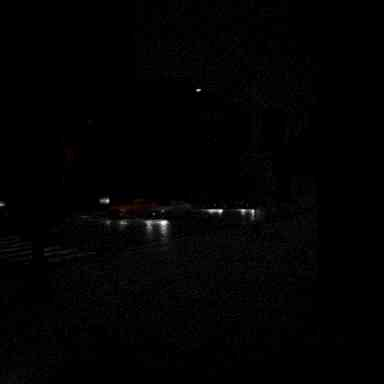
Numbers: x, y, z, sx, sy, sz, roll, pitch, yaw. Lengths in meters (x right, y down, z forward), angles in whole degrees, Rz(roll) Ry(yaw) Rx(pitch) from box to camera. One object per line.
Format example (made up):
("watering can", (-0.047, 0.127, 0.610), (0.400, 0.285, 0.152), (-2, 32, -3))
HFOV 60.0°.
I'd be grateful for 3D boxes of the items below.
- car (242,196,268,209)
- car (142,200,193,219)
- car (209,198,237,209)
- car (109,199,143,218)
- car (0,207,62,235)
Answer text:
("car", (8.007, 1.341, 41.740), (1.837, 1.490, 4.892), (0, 0, 35))
("car", (-1.707, 1.434, 28.065), (1.812, 1.442, 4.674), (0, 1, 34))
("car", (3.902, 1.418, 41.588), (1.994, 1.385, 4.181), (0, 0, 35))
("car", (-4.958, 1.396, 29.095), (1.882, 1.535, 5.008), (0, 1, 35))
("car", (-9.353, 1.563, 17.256), (1.895, 1.301, 4.718), (0, 0, 35))
